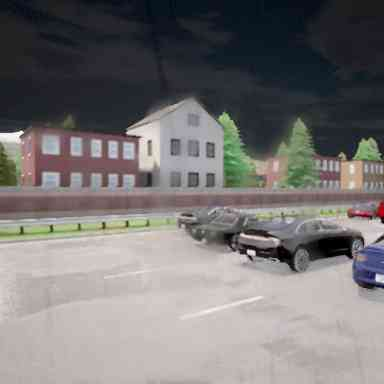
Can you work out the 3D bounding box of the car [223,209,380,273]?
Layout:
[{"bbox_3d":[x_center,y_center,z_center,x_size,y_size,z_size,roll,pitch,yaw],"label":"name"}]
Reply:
[{"bbox_3d":[3.634,1.469,10.668,4.902,1.511,2.128,0,0,-35],"label":"car"}]

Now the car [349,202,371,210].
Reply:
[{"bbox_3d":[14.482,1.492,26.984,4.181,1.385,1.994,0,0,-35],"label":"car"}]

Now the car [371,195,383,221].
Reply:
[{"bbox_3d":[15.111,1.153,23.137,5.566,2.045,2.150,0,0,-35],"label":"car"}]

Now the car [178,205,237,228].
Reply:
[{"bbox_3d":[1.551,1.461,17.766,4.902,1.511,2.128,0,0,-35],"label":"car"}]

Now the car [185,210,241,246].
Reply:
[{"bbox_3d":[2.298,1.575,14.004,4.718,1.301,1.895,0,0,-35],"label":"car"}]

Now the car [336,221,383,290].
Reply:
[{"bbox_3d":[5.561,1.503,7.741,4.674,1.442,1.812,0,0,-36],"label":"car"}]
